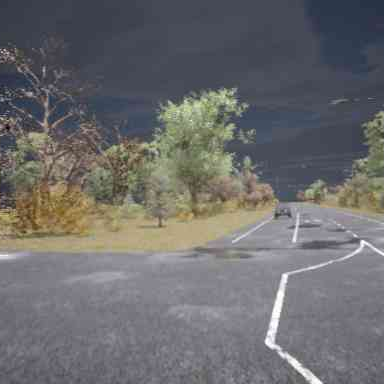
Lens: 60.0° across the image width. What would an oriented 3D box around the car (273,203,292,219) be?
[{"bbox_3d":[12.493,2.539,45.814,2.150,2.045,5.566,-3,-2,17],"label":"car"}]
